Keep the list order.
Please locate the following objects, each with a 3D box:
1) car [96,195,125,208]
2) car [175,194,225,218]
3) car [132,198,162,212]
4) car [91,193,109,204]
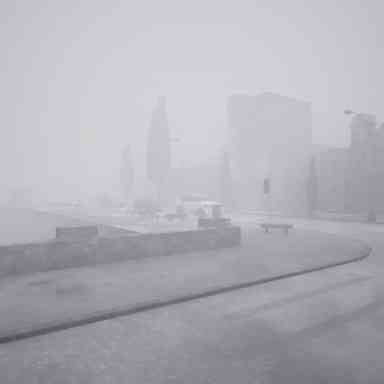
[{"bbox_3d":[-11.372,1.547,47.228,2.033,1.411,5.357,0,0,-36],"label":"car"},{"bbox_3d":[0.577,1.221,30.454,2.150,2.045,5.566,0,0,-36],"label":"car"},{"bbox_3d":[-5.339,1.505,38.746,1.837,1.490,4.892,0,0,-36],"label":"car"},{"bbox_3d":[-17.205,1.221,62.571,2.150,2.045,5.566,0,0,-36],"label":"car"}]
